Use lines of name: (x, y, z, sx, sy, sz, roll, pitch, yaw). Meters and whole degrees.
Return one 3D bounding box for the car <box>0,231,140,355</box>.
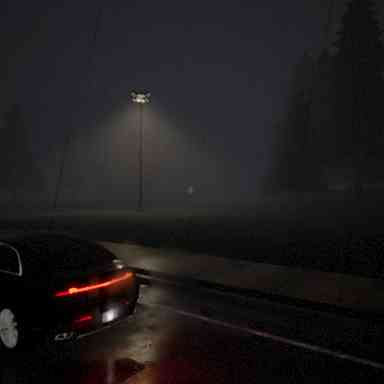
car: (-3.122, 1.479, 6.100, 4.892, 1.490, 1.837, 0, 0, 36)
